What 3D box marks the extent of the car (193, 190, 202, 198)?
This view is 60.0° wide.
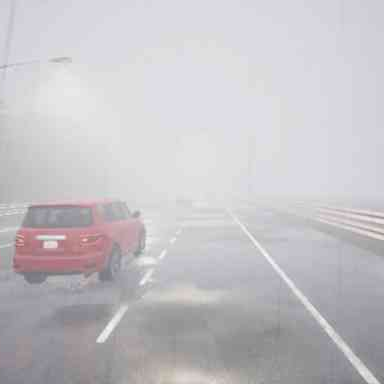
[{"bbox_3d":[0.991,0.698,81.747,1.812,1.442,4.674,-1,1,3],"label":"car"}]

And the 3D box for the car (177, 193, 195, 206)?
[{"bbox_3d":[-0.976,1.207,45.375,1.895,1.301,4.718,-1,1,3],"label":"car"}]

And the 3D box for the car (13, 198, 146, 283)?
[{"bbox_3d":[-2.876,1.194,9.798,2.150,2.045,5.566,-1,1,3],"label":"car"}]

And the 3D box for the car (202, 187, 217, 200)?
[{"bbox_3d":[3.739,0.511,66.643,2.150,2.045,5.566,-1,0,3],"label":"car"}]
